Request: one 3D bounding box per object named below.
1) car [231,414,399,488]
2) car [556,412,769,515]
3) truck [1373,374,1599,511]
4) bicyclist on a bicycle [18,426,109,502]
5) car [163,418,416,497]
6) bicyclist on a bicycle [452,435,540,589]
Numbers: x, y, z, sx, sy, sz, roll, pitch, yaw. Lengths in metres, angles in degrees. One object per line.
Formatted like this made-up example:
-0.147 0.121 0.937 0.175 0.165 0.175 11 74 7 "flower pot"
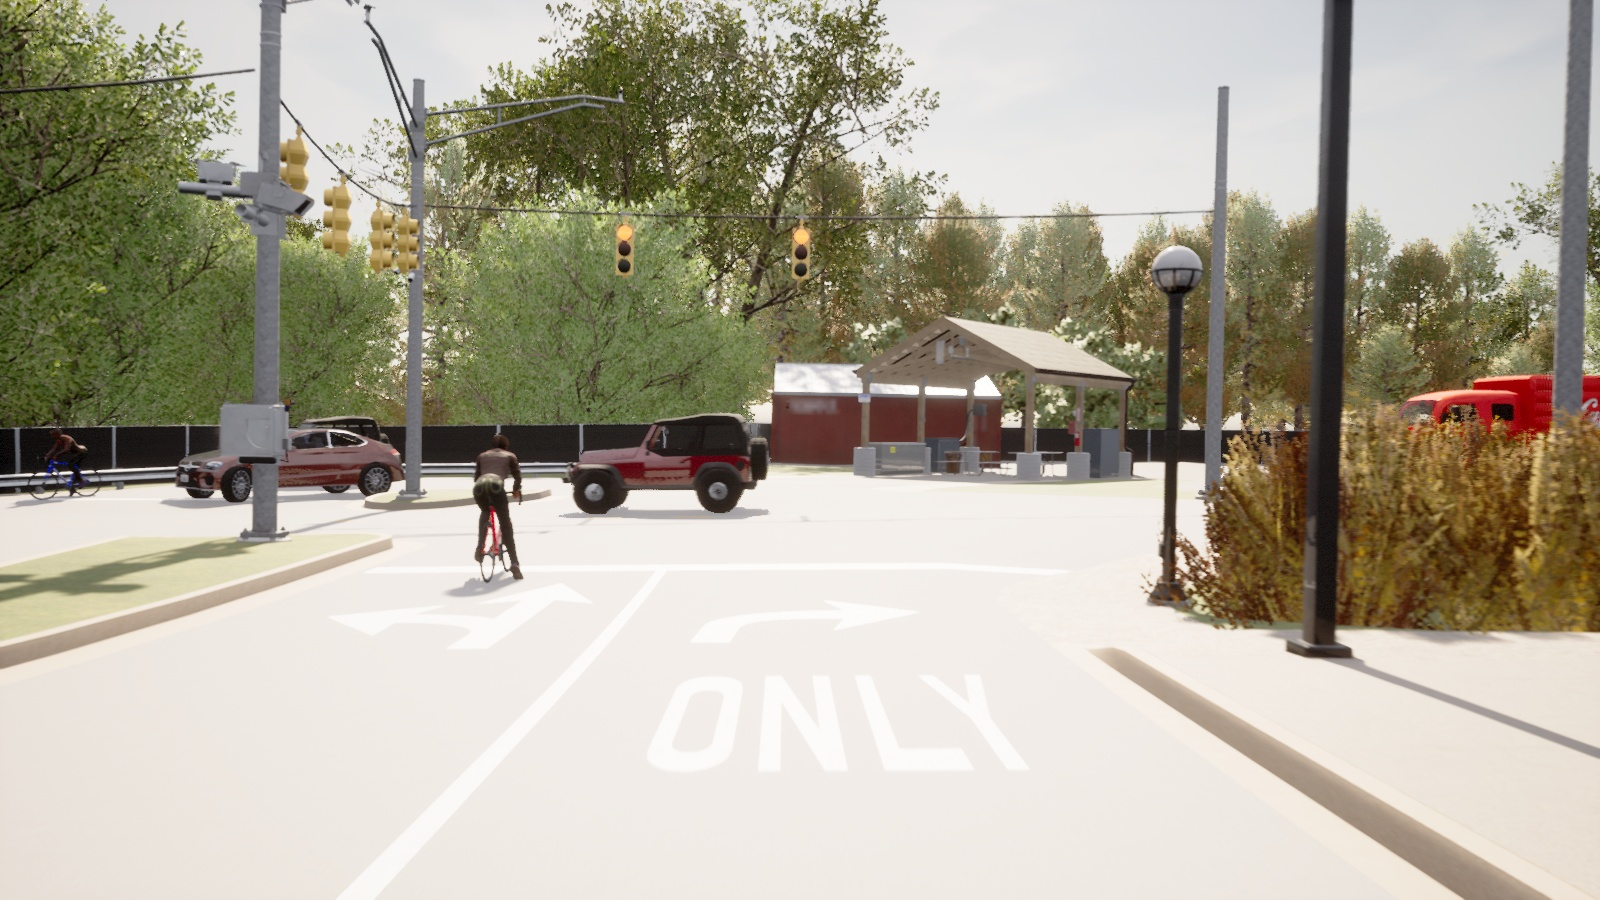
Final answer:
-13.042 -0.009 33.828 3.866 1.878 1.905 -1 2 -35 "car"
-2.559 0.232 24.194 3.866 1.878 1.905 -1 1 0 "car"
14.123 -0.156 23.927 5.204 2.467 2.627 0 1 2 "truck"
-16.751 0.284 28.612 0.582 1.620 1.656 2 4 32 "bicyclist on a bicycle"
-11.822 0.126 29.358 2.152 1.651 5.027 2 2 42 "car"
-3.415 0.648 14.217 0.582 1.620 1.656 0 1 0 "bicyclist on a bicycle"
